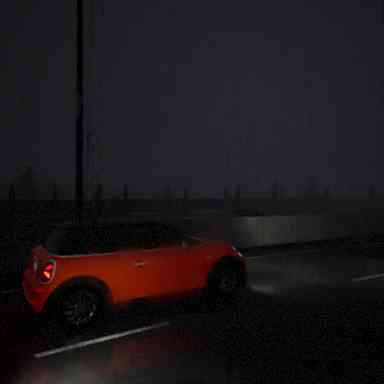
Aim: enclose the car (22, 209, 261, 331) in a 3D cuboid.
[{"bbox_3d":[-0.995,1.333,7.054,4.553,1.767,2.097,0,0,-33],"label":"car"}]
